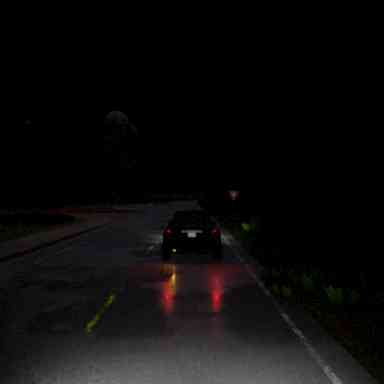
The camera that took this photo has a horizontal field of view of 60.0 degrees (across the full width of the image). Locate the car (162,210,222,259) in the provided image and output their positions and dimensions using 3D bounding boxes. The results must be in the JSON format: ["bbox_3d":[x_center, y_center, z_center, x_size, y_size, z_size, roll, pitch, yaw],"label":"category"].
[{"bbox_3d":[0.009,1.507,13.397,2.097,1.767,4.553,0,-1,0],"label":"car"}]
